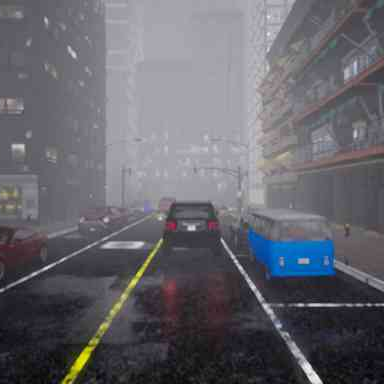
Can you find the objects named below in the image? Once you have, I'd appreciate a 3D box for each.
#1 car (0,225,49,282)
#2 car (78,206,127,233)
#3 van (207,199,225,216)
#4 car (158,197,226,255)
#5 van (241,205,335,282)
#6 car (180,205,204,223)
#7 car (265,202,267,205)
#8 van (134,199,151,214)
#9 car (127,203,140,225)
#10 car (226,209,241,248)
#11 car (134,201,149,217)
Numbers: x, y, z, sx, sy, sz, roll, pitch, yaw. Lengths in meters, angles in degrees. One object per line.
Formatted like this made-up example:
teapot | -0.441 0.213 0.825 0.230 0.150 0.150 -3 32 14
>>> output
car | -5.703 1.680 9.830 1.802 1.307 4.206 -1 -1 0
car | -5.708 1.649 21.035 1.967 1.590 4.097 -1 -1 0
van | 2.666 1.718 37.814 1.690 1.788 3.998 -1 -1 0
car | -0.004 1.356 14.015 2.150 2.045 5.566 0 0 0
van | 2.673 1.439 9.806 1.690 1.788 3.998 -1 -1 0
car | -0.004 1.856 29.279 1.994 1.385 4.181 0 -1 0
car | 15.221 1.916 57.147 5.009 1.841 2.192 0 0 0
van | -5.715 1.718 37.841 1.690 1.788 3.998 -1 -1 0
car | -5.708 1.831 26.635 1.947 1.339 4.313 -1 -1 0
car | 2.675 1.704 15.406 2.008 1.369 4.403 -1 -1 0
car | -5.710 1.872 32.237 2.008 1.369 4.403 -1 -1 0
